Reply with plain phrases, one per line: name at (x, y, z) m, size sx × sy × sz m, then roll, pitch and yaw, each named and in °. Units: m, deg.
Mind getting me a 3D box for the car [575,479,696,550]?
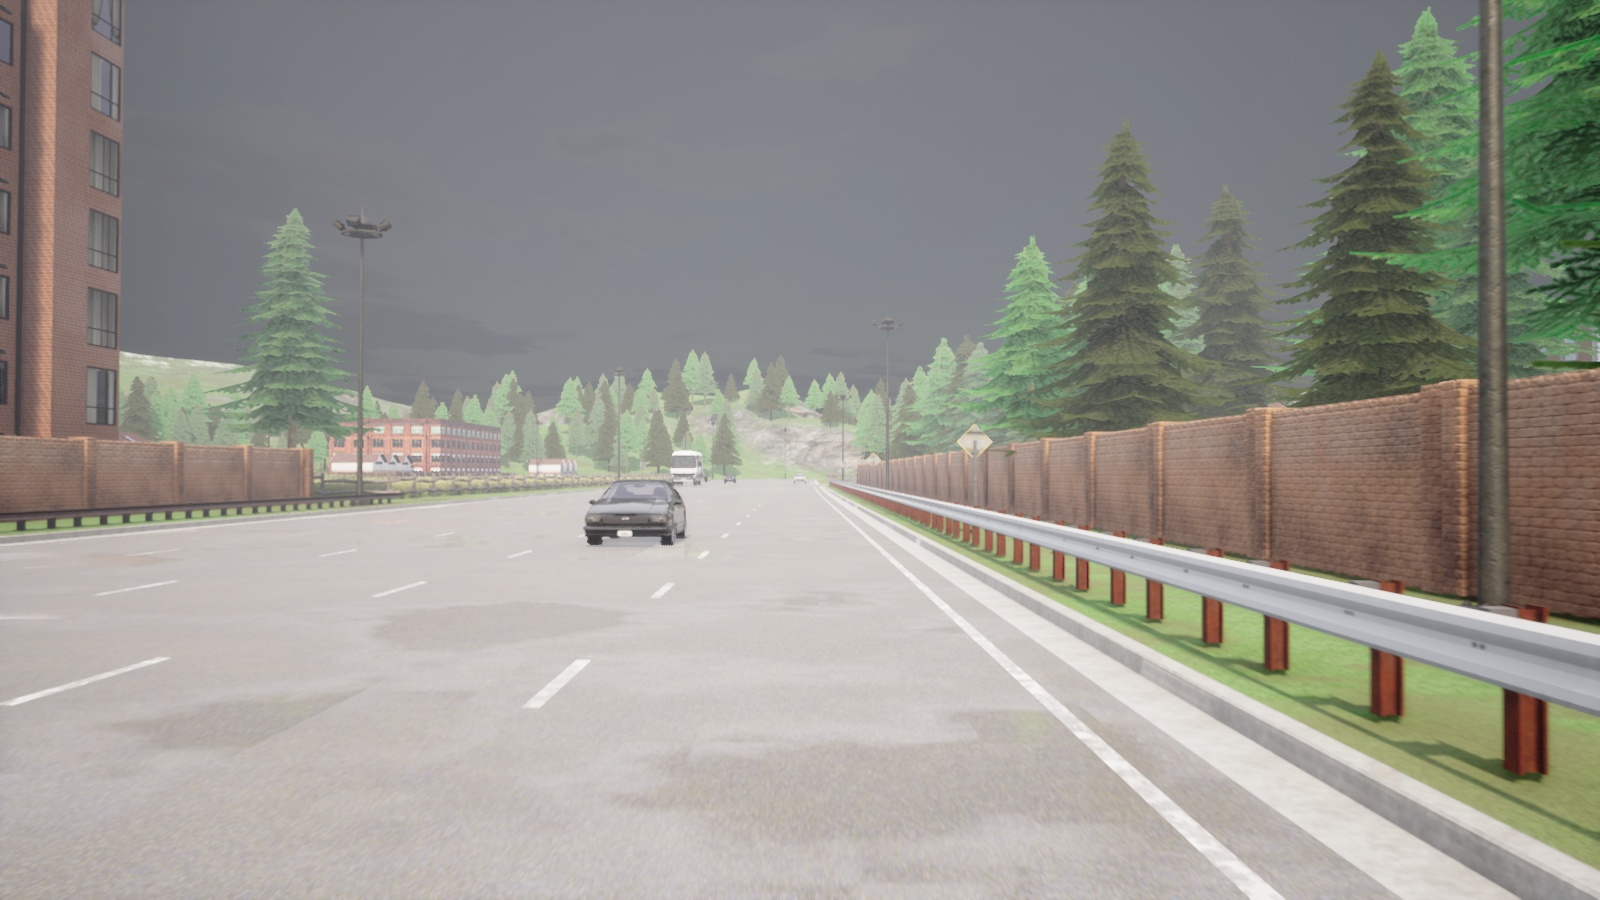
car at (-3.586, 1.390, 28.337) m, size 2.033 × 1.411 × 5.357 m, roll 0°, pitch -1°, yaw 0°
